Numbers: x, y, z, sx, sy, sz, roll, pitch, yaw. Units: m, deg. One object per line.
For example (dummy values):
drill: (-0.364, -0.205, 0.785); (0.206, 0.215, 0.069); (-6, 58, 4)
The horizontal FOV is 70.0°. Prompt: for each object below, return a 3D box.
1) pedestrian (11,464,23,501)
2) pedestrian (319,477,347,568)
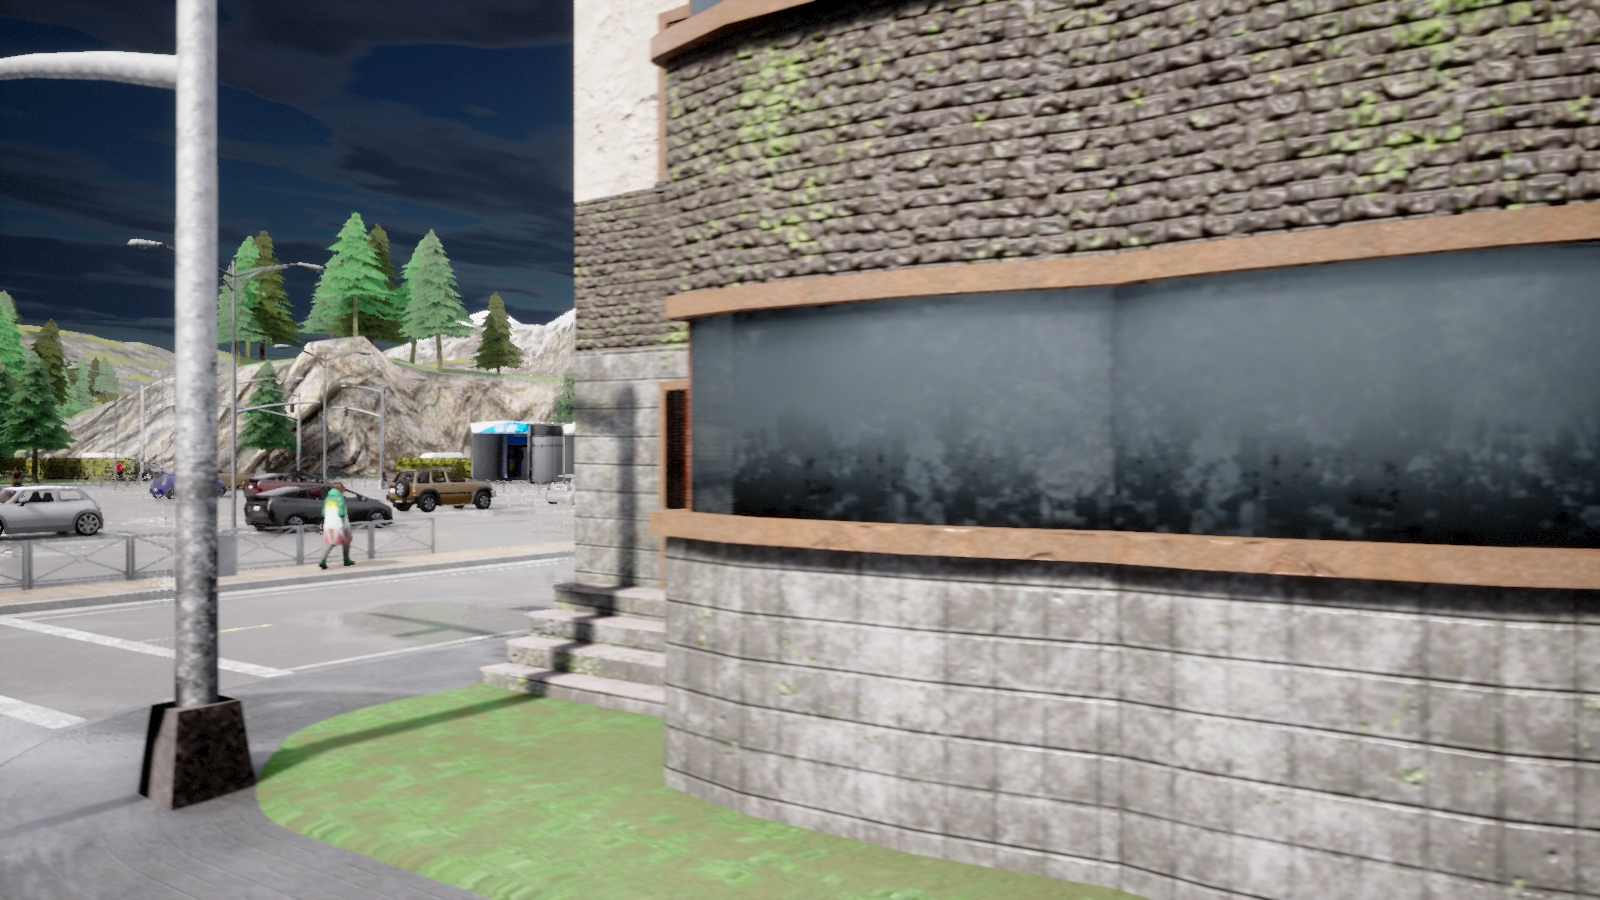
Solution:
pedestrian: (-39.873, 1.646, 58.216); (0.375, 1.860, 0.375); (0, 0, 28)
pedestrian: (-9.738, 1.499, 23.837); (0.375, 1.860, 0.375); (0, 0, 24)
